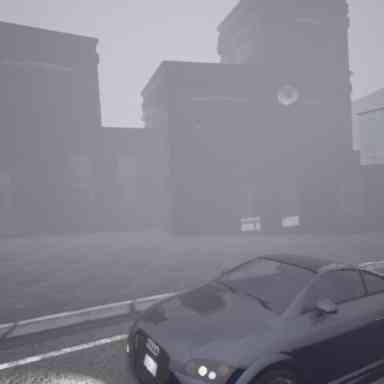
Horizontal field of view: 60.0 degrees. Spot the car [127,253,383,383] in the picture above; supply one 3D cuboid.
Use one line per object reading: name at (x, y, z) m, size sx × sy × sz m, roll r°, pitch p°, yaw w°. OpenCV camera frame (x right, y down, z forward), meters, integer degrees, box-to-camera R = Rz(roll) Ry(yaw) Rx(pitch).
car at (1.301, 1.575, 4.390) m, size 4.181 × 1.385 × 1.994 m, roll 0°, pitch 0°, yaw -30°
